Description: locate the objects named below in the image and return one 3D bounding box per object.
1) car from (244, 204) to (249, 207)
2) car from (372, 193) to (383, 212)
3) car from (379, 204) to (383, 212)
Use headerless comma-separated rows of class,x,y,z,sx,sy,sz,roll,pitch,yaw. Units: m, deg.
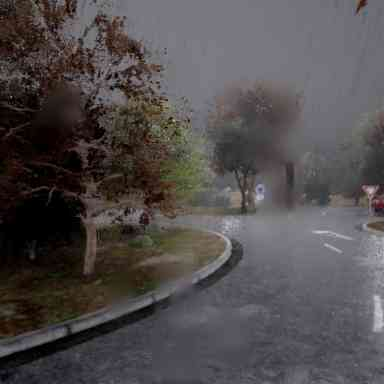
car,13.024,3.510,77.367,1.812,1.442,4.674,0,-5,11
car,21.907,1.130,35.525,5.566,2.045,2.150,0,-1,-19
car,5.770,1.305,7.513,2.097,1.767,4.553,0,0,24
